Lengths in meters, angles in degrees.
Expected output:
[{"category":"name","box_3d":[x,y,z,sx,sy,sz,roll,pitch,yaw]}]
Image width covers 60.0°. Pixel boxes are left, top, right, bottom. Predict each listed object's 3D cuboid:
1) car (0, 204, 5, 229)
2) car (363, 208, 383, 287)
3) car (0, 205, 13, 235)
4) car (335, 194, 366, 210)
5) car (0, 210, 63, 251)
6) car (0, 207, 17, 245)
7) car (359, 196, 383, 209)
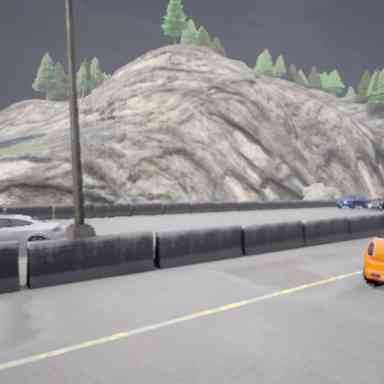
[{"category":"car","box_3d":[-14.032,1.504,19.778,4.892,1.490,1.837,0,0,-35]},{"category":"car","box_3d":[6.254,1.373,8.210,4.553,1.767,2.097,0,0,-35]},{"category":"car","box_3d":[-12.003,1.504,16.926,4.892,1.490,1.837,0,0,-35]},{"category":"car","box_3d":[21.899,1.316,45.376,5.566,2.045,2.150,1,0,-35]},{"category":"car","box_3d":[-7.083,1.527,11.837,4.674,1.442,1.812,0,0,-36]},{"category":"car","box_3d":[-10.267,1.476,13.866,5.008,1.535,1.882,0,0,-36]},{"category":"car","box_3d":[24.041,1.584,42.611,4.902,1.511,2.128,0,0,-35]}]
